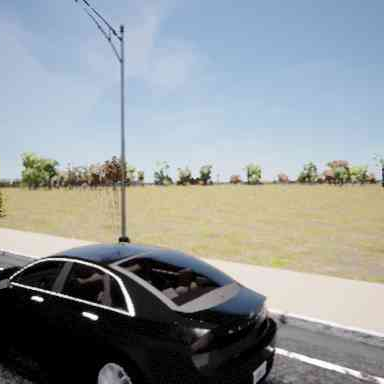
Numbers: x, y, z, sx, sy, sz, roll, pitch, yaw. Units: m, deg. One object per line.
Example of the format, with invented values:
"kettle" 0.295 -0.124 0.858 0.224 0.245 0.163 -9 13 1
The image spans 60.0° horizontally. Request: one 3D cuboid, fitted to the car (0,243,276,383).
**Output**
"car" -1.307 1.493 4.660 4.892 1.490 1.837 1 0 36
